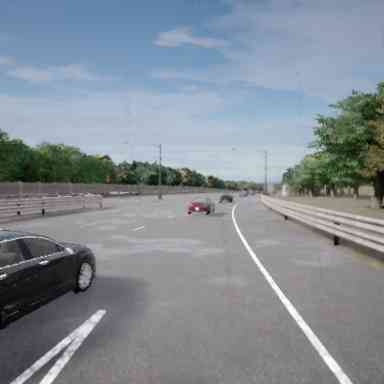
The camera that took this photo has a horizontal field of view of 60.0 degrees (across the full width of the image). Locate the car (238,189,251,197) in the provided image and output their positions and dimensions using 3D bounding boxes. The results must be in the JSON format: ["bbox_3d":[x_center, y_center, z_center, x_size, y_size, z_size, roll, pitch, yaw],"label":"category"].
[{"bbox_3d":[13.166,0.540,84.372,2.033,1.411,5.357,0,1,14],"label":"car"}]

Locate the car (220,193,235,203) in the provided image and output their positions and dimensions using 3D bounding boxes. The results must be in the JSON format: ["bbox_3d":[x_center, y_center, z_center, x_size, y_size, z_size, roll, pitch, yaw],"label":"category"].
[{"bbox_3d":[5.469,0.882,51.497,1.837,1.490,4.892,0,1,12],"label":"car"}]

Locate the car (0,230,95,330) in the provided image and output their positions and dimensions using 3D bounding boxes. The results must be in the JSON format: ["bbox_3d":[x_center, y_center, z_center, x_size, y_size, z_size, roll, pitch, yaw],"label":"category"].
[{"bbox_3d":[-3.436,1.433,5.866,1.837,1.490,4.892,0,1,10],"label":"car"}]

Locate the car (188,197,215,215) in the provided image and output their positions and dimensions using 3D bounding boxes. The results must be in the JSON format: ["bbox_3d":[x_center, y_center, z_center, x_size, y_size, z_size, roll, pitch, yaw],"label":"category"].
[{"bbox_3d":[0.866,1.175,29.224,1.812,1.442,4.674,0,1,11],"label":"car"}]
